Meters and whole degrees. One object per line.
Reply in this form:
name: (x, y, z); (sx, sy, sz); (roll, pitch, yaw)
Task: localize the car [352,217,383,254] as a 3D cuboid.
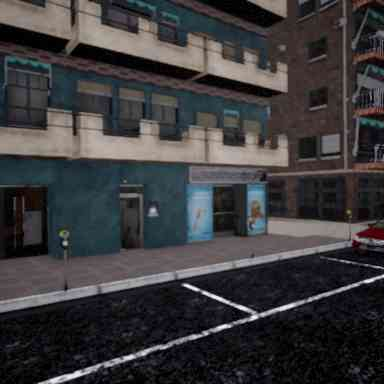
car: (7.423, 1.496, 11.857); (4.206, 1.307, 1.802); (0, 0, -35)
